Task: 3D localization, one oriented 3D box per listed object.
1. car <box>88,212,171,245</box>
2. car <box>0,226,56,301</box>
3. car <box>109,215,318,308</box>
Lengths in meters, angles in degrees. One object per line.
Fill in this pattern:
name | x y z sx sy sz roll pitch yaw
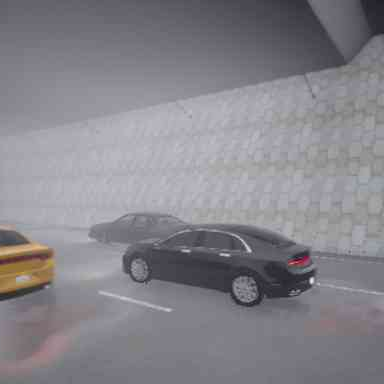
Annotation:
car | -2.040 1.574 14.079 5.357 1.411 2.033 0 0 36
car | -5.220 1.501 7.746 5.008 1.535 1.882 0 0 36
car | 0.422 1.516 8.004 4.892 1.490 1.837 0 0 36
